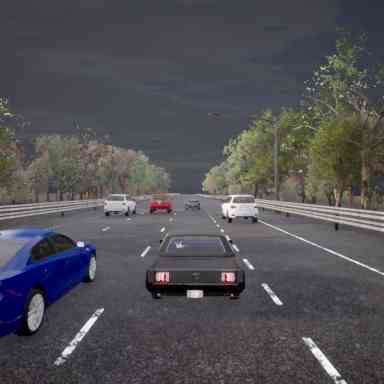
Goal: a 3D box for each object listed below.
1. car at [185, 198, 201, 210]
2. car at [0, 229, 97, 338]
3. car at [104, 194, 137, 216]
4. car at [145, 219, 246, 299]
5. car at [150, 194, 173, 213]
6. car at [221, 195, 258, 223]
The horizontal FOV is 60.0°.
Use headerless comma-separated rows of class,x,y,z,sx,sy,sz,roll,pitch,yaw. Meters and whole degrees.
car,0.112,1.525,42.938,2.128,1.511,4.902,0,0,0
car,-3.397,1.478,6.687,1.882,1.535,5.008,0,0,0
car,-6.902,1.243,32.483,2.150,2.045,5.566,0,0,1
car,0.099,1.601,8.380,1.895,1.301,4.718,0,0,1
car,-3.386,1.248,37.037,2.150,2.045,5.566,0,0,0
car,3.626,1.236,25.947,2.150,2.045,5.566,0,0,-2
